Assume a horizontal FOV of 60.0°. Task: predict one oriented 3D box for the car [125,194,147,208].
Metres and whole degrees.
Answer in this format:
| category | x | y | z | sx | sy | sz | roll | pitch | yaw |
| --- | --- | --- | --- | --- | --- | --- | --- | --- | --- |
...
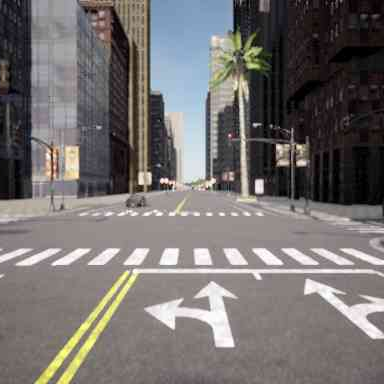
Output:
| category | x | y | z | sx | sy | sz | roll | pitch | yaw |
| --- | --- | --- | --- | --- | --- | --- | --- | --- | --- |
| car | -6.333 | 1.031 | 38.048 | 1.882 | 1.535 | 5.008 | 0 | 2 | 0 |
